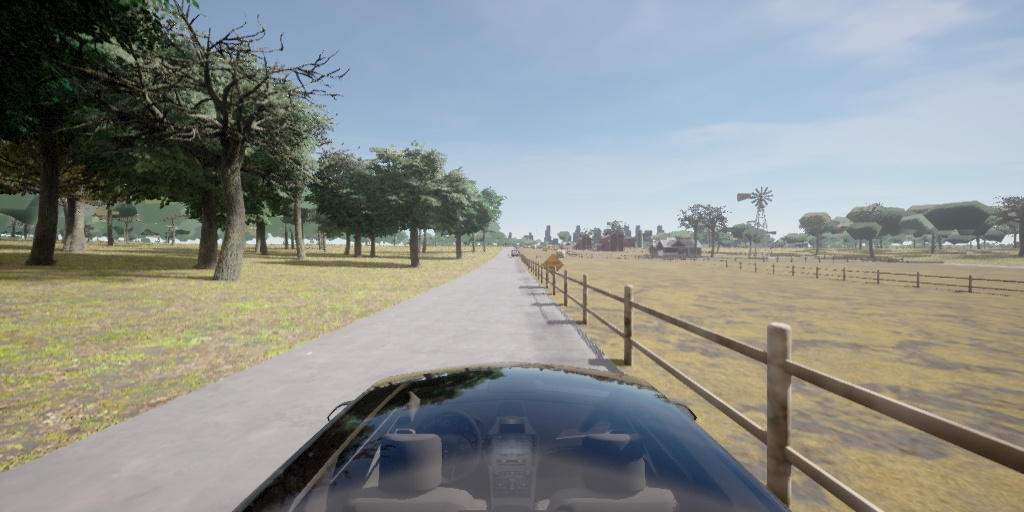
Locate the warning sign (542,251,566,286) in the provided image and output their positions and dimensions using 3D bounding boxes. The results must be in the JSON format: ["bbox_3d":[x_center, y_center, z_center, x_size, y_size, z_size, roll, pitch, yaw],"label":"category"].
[{"bbox_3d":[2.450,0.812,21.517,1.300,1.860,1.060,0,0,0],"label":"warning sign"}]
